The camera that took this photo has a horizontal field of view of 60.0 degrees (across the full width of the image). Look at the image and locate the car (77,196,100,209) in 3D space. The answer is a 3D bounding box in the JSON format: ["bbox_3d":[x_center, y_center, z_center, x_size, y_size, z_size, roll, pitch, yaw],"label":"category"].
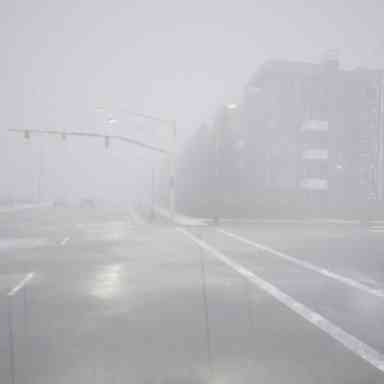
[{"bbox_3d":[-14.475,1.514,46.677,1.837,1.490,4.892,2,0,-11],"label":"car"}]

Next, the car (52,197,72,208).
[{"bbox_3d":[-17.900,1.461,45.919,2.033,1.411,5.357,2,0,-11],"label":"car"}]

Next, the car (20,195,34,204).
[{"bbox_3d":[-28.221,1.207,56.338,1.882,1.535,5.008,2,0,-11],"label":"car"}]

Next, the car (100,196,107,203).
[{"bbox_3d":[-19.397,1.635,71.053,1.994,1.385,4.181,2,0,-11],"label":"car"}]

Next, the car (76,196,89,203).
[{"bbox_3d":[-22.475,1.577,68.568,1.895,1.301,4.718,2,0,-11],"label":"car"}]

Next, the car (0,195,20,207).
[{"bbox_3d":[-26.247,1.244,46.122,2.033,1.411,5.357,2,0,-11],"label":"car"}]

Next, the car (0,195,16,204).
[{"bbox_3d":[-31.846,1.238,56.674,1.895,1.301,4.718,2,0,-11],"label":"car"}]
